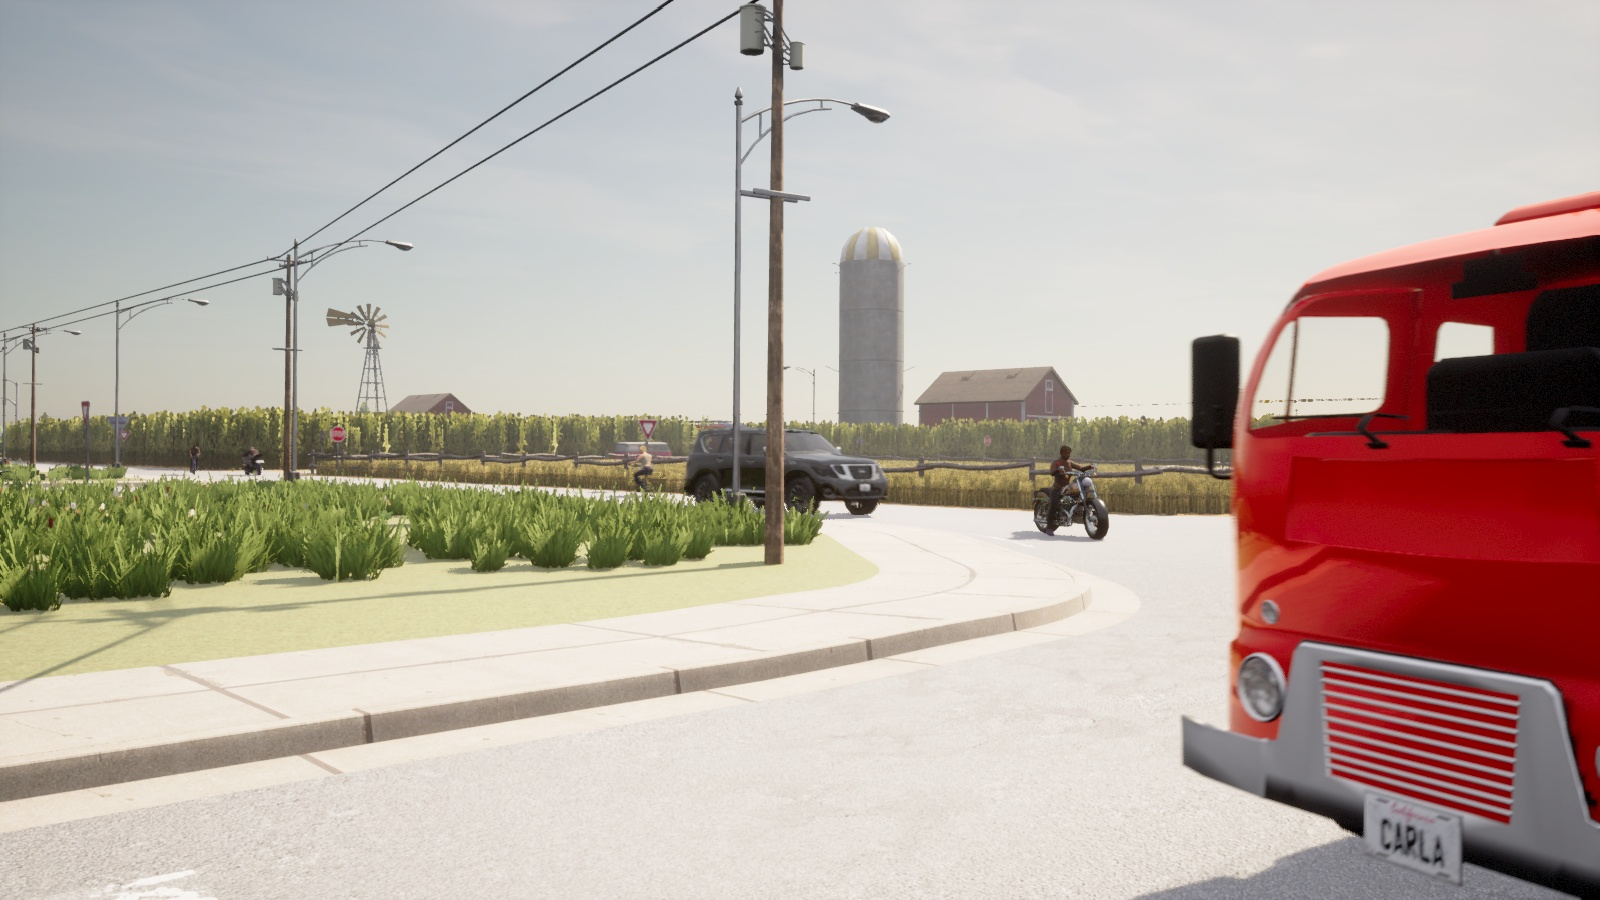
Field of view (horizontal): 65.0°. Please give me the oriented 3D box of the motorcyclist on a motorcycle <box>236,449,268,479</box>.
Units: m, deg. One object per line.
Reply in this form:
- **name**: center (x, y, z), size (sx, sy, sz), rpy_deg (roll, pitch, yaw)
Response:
- **motorcyclist on a motorcycle**: center (-28.257, 0.718, 64.735), size (0.866, 1.530, 2.191), rpy_deg (0, 0, -43)

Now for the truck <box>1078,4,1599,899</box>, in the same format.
- **truck**: center (3.926, 0.208, 4.507), size (5.204, 2.467, 2.627), rpy_deg (0, 0, -27)

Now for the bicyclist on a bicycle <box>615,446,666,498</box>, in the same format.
- **bicyclist on a bicycle**: center (-5.064, 0.685, 39.820), size (0.866, 1.612, 1.509), rpy_deg (0, 0, -43)

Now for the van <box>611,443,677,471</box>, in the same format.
- **van**: center (-11.070, 0.467, 89.253), size (4.442, 1.987, 1.775), rpy_deg (0, 0, -43)

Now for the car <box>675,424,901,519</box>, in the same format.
- **car**: center (-0.402, 0.482, 29.722), size (2.150, 2.045, 5.566), rpy_deg (0, 0, -43)

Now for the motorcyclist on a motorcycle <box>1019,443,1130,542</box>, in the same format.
- **motorcyclist on a motorcycle**: center (4.776, 0.704, 22.069), size (0.766, 1.649, 2.350), rpy_deg (0, 0, -20)

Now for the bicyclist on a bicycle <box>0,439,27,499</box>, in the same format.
- **bicyclist on a bicycle**: center (-24.041, 0.555, 37.218), size (1.843, 1.776, 0.659), rpy_deg (0, 0, -44)
